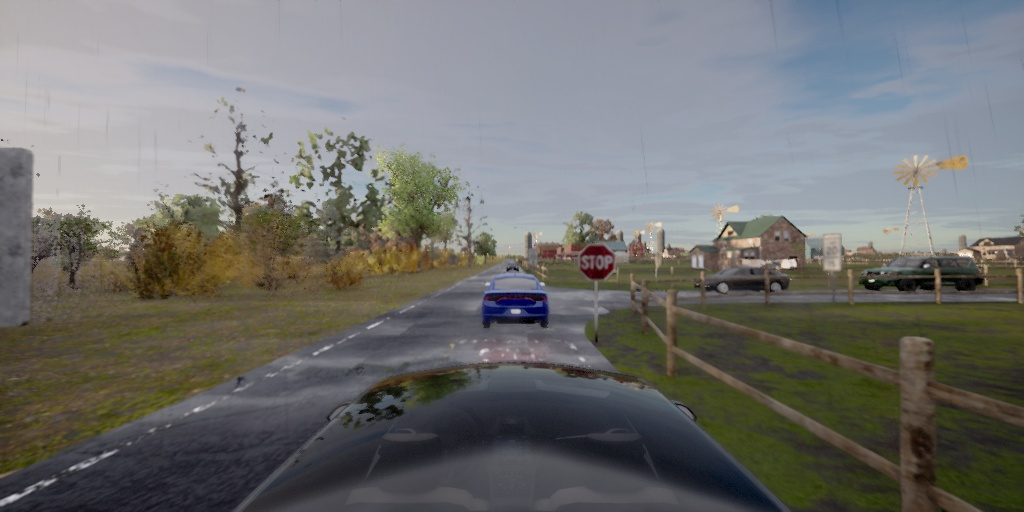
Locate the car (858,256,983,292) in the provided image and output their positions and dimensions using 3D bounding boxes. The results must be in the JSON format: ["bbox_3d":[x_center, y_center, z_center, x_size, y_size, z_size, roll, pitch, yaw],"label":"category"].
[{"bbox_3d":[23.380,1.037,20.624,5.566,2.045,2.150,0,-1,-1],"label":"car"}]

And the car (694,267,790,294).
[{"bbox_3d":[13.011,1.363,20.480,4.892,1.490,1.837,0,-1,1],"label":"car"}]

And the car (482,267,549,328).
[{"bbox_3d":[0.100,1.314,11.848,1.882,1.535,5.008,0,0,0],"label":"car"}]

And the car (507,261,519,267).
[{"bbox_3d":[0.102,1.768,56.431,1.895,1.301,4.718,0,0,0],"label":"car"}]
